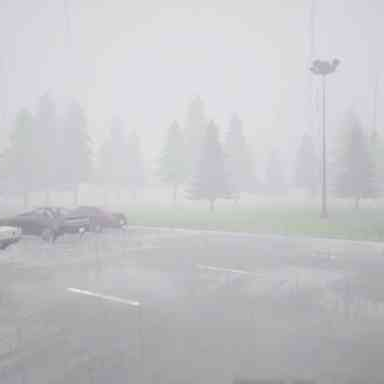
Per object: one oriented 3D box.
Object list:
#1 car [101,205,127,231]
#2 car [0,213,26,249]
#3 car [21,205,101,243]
[{"bbox_3d":[-5.875,1.464,19.002,4.674,1.442,1.812,0,0,26],"label":"car"},{"bbox_3d":[-8.917,1.569,12.689,4.718,1.301,1.895,0,0,23],"label":"car"},{"bbox_3d":[-7.019,1.445,15.692,4.902,1.511,2.128,0,0,26],"label":"car"}]
